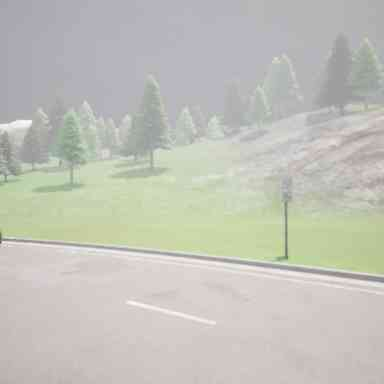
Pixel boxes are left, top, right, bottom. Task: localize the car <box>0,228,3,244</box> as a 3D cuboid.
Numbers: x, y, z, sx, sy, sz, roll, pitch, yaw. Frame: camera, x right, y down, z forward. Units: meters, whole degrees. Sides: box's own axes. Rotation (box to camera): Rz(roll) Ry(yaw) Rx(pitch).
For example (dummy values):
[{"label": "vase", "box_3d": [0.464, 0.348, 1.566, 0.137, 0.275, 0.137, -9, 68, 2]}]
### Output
[{"label": "car", "box_3d": [-9.516, 1.596, 13.034, 4.674, 1.442, 1.812, 0, 0, 23]}]
